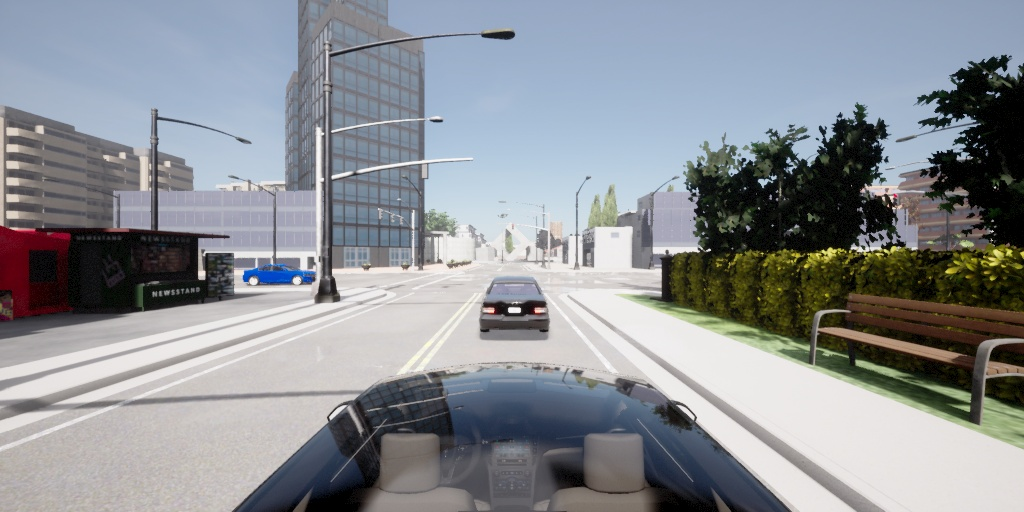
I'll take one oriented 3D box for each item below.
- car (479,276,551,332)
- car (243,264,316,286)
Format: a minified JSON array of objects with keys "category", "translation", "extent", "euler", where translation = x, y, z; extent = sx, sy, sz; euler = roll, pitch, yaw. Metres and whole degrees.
[{"category":"car","translation":[0.068,1.297,10.781],"extent":[2.033,1.411,5.357],"euler":[0,0,0]},{"category":"car","translation":[-16.781,1.336,26.188],"extent":[5.008,1.535,1.882],"euler":[-1,0,0]}]
